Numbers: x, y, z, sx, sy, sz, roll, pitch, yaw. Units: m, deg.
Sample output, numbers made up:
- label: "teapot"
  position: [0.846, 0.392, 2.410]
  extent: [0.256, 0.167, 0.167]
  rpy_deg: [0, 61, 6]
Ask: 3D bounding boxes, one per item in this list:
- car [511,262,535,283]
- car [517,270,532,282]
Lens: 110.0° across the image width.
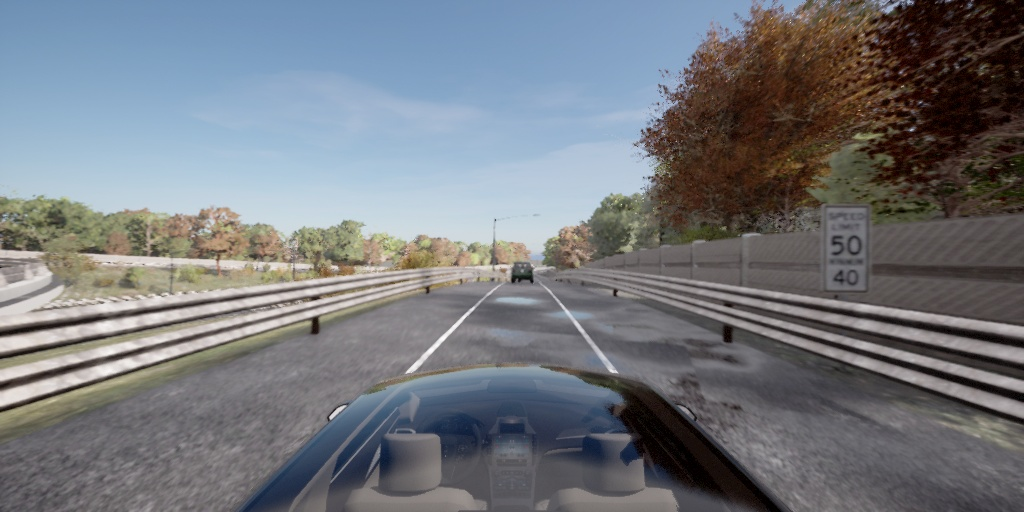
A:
- label: "car"
  position: [1.044, 1.643, 35.763]
  extent: [2.150, 2.045, 5.566]
  rpy_deg: [1, -3, 3]
- label: "car"
  position: [1.755, 2.697, 48.096]
  extent: [1.812, 1.442, 4.674]
  rpy_deg: [0, -4, 5]
